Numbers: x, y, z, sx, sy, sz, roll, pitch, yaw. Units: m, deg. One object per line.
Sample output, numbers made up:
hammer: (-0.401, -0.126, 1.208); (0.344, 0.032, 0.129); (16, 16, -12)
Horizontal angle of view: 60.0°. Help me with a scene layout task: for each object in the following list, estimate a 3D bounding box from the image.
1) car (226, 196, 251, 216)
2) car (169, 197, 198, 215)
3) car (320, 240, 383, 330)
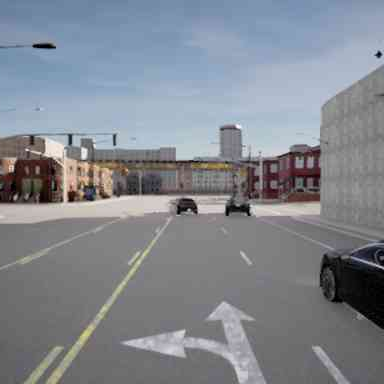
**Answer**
car: (4.233, 1.107, 29.898); (2.097, 1.767, 4.553); (0, 0, 11)
car: (-0.838, 1.253, 30.911); (1.837, 1.490, 4.892); (1, 1, -14)
car: (3.600, 1.449, 5.102); (2.128, 1.511, 4.902); (0, 0, 0)
